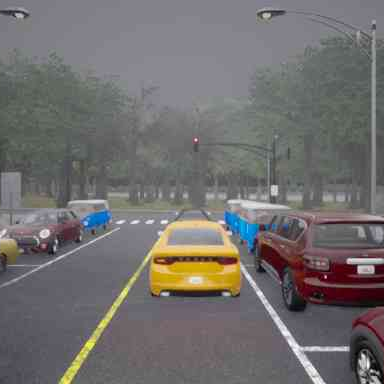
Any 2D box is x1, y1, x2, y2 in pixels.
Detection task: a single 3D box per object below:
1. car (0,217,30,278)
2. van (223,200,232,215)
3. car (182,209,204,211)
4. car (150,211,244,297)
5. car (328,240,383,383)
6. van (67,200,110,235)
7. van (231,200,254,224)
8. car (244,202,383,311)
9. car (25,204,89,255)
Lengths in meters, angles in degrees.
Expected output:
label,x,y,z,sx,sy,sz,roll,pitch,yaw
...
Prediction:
label,x,y,z,sx,sy,sz,roll,pitch,yaw
car,-5.769,1.525,7.484,1.752,1.417,4.829,0,0,0
van,2.747,1.341,18.536,1.690,1.788,3.998,0,0,0
car,0.046,1.564,17.538,1.994,1.385,4.181,0,0,0
car,0.080,1.477,8.616,1.882,1.535,5.008,0,0,0
car,2.760,1.440,2.223,1.967,1.590,4.097,0,0,0
van,-5.778,1.341,18.529,1.690,1.788,3.998,0,0,0
van,2.752,1.341,13.098,1.690,1.788,3.998,0,0,0
car,2.756,1.315,7.661,2.192,1.841,5.009,0,0,0
car,-5.773,1.440,13.092,1.967,1.590,4.097,0,0,0
